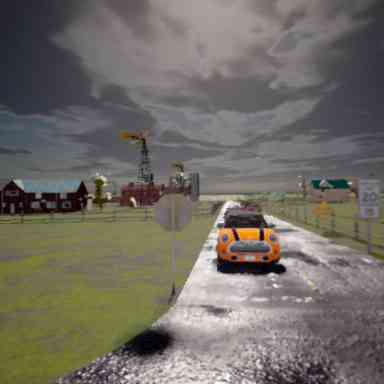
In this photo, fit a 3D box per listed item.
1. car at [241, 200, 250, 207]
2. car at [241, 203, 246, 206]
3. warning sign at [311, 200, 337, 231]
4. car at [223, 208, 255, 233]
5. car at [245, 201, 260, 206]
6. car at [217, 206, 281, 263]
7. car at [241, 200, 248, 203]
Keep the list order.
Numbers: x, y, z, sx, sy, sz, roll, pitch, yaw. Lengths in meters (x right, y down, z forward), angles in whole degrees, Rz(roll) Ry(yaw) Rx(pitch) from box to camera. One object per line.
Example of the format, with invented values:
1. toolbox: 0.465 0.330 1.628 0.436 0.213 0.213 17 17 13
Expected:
1. car: 13.912 2.943 86.615 2.097 1.767 4.553 -1 -1 6
2. car: 4.808 2.245 37.877 1.994 1.385 4.181 -1 -1 6
3. warning sign: 8.274 1.450 20.866 1.300 1.860 1.060 0 0 6
4. car: 3.300 1.978 24.201 2.033 1.411 5.357 -1 -1 6
5. car: 8.654 2.340 46.170 1.812 1.442 4.674 -1 -1 6
6. car: 2.089 1.580 12.927 2.097 1.767 4.553 -1 -1 6
7. car: 9.757 2.485 56.367 1.882 1.535 5.008 -1 -1 6
